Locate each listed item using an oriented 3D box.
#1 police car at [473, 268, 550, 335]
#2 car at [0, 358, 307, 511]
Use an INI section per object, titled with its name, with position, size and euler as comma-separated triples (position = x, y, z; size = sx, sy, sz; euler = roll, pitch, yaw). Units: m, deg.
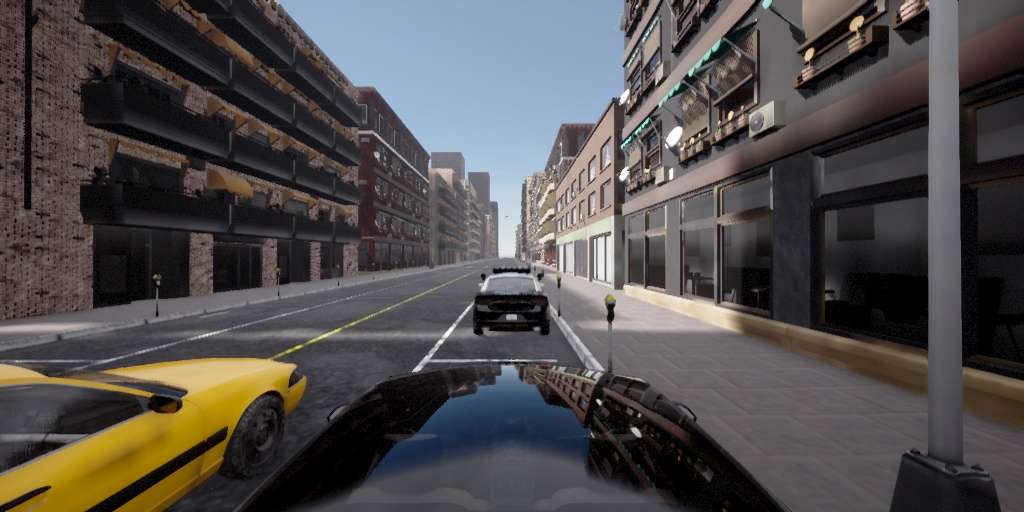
[police car]
position = -0.011, 1.165, 10.609
size = 1.930, 1.638, 5.238
euler = 0, 0, 0
[car]
position = -3.145, 1.200, 1.690
size = 1.801, 1.575, 5.366
euler = 0, 0, 0
